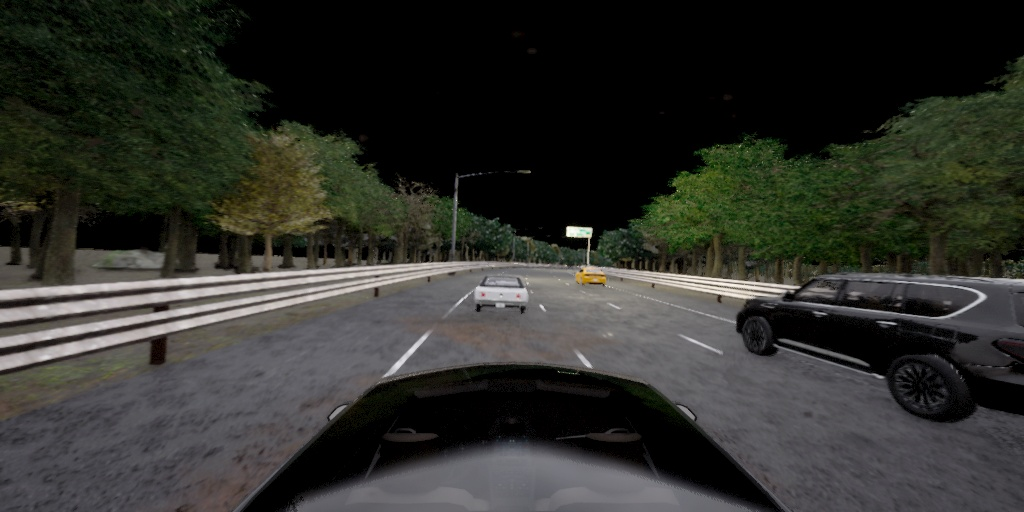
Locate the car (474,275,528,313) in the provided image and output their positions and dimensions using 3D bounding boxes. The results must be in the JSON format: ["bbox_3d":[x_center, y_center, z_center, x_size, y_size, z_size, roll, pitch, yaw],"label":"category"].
[{"bbox_3d":[-0.413,1.418,14.572,1.895,1.301,4.718,3,0,-1],"label":"car"}]

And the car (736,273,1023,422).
[{"bbox_3d":[6.799,1.335,6.640,2.150,2.045,5.566,3,0,-2],"label":"car"}]

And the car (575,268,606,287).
[{"bbox_3d":[6.641,1.756,30.643,1.882,1.535,5.008,2,0,1],"label":"car"}]
